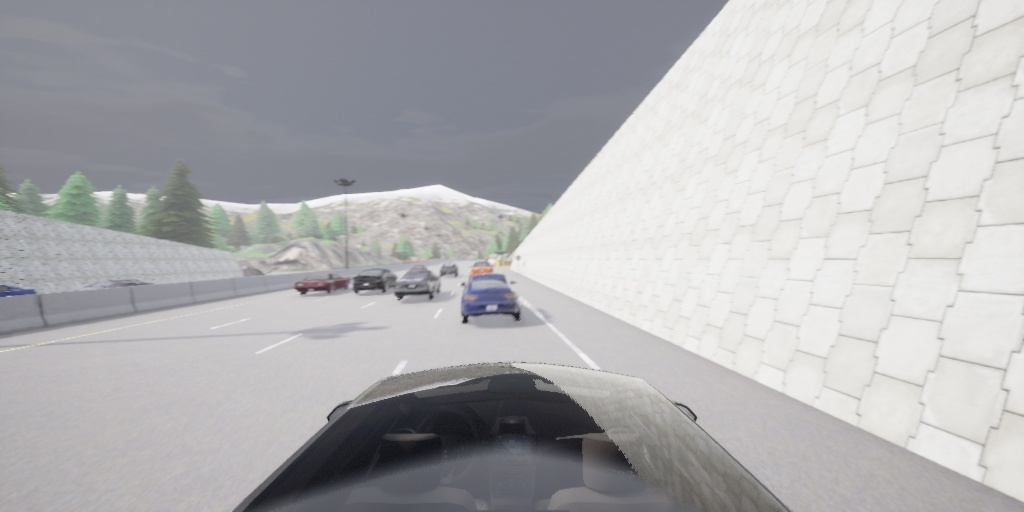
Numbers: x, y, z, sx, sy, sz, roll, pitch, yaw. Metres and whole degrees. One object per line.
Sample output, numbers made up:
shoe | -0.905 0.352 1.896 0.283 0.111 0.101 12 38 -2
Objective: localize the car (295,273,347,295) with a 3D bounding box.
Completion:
car | -12.444 1.786 23.994 1.895 1.301 4.718 -2 0 -5

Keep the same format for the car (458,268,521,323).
car | -0.798 1.326 12.488 1.812 1.442 4.674 -2 0 -5

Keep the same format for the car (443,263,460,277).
car | -6.990 1.547 40.359 2.128 1.511 4.902 -2 0 -5

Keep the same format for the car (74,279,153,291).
car | -22.840 2.060 20.558 1.994 1.385 4.181 -2 0 -5

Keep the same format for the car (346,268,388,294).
car | -8.912 1.554 23.758 1.882 1.535 5.008 -2 0 -6

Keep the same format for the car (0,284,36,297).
car | -26.010 2.062 16.847 1.882 1.535 5.008 -2 0 -5

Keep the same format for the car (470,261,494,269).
car | -2.694 1.257 32.180 2.097 1.767 4.553 -2 0 -5

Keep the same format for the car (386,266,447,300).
car | -4.972 1.492 19.418 2.033 1.411 5.357 -2 0 -6
